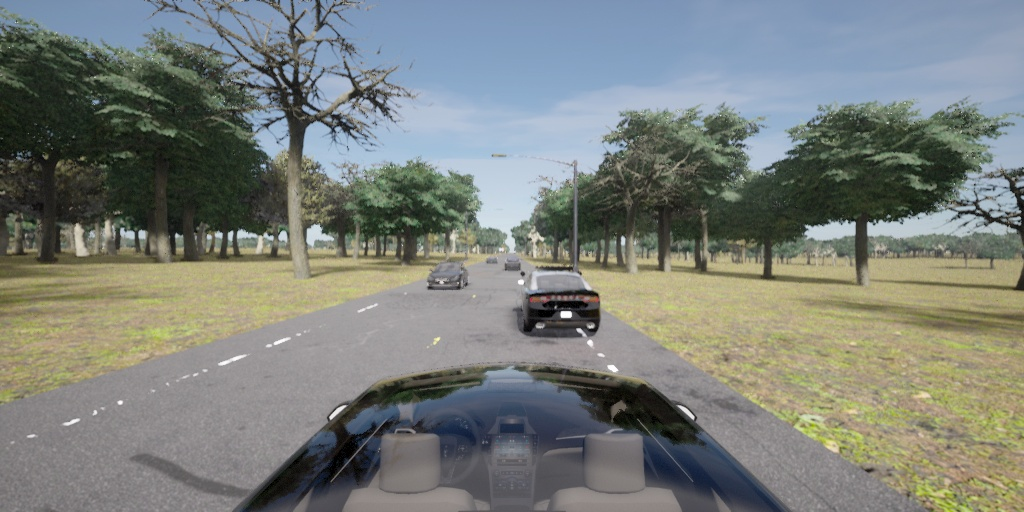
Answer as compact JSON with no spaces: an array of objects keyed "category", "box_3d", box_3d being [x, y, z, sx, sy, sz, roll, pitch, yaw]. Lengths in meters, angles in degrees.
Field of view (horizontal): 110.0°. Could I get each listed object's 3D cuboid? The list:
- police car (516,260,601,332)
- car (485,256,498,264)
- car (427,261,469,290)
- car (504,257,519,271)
[{"category":"police car","box_3d":[1.224,1.095,10.684,1.930,1.638,5.238,0,1,0]},{"category":"car","box_3d":[-3.557,0.771,63.433,1.994,1.385,4.181,0,1,0]},{"category":"car","box_3d":[-3.599,1.087,20.813,1.837,1.490,4.892,0,1,0]},{"category":"car","box_3d":[0.078,0.895,42.100,2.128,1.511,4.902,0,1,0]}]
